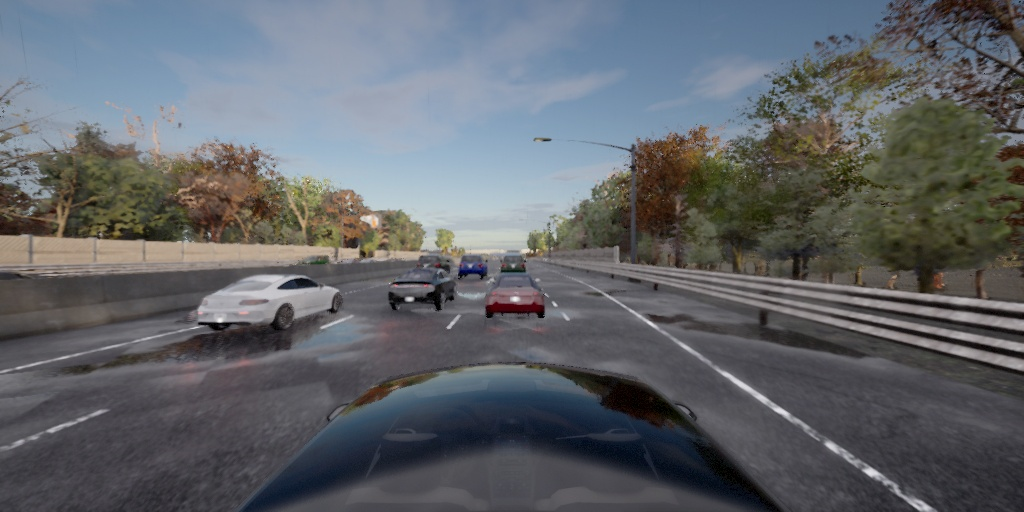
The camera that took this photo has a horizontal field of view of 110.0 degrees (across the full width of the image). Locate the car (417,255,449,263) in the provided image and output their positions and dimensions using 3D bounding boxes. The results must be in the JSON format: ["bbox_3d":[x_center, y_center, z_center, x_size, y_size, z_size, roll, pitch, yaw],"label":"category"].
[{"bbox_3d":[-6.896,0.929,31.785,2.150,2.045,5.566,0,0,0],"label":"car"}]

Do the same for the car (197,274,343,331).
[{"bbox_3d":[-6.899,1.260,10.787,1.812,1.442,4.674,0,0,0],"label":"car"}]

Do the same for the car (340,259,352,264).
[{"bbox_3d":[-24.530,1.220,54.339,1.812,1.442,4.674,0,0,1],"label":"car"}]

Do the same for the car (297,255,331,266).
[{"bbox_3d":[-28.035,0.916,51.019,2.150,2.045,5.566,0,0,1],"label":"car"}]

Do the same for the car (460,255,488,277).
[{"bbox_3d":[-3.395,0.929,31.773,2.150,2.045,5.566,0,0,0],"label":"car"}]

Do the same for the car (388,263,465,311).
[{"bbox_3d":[-3.397,1.220,14.322,2.128,1.511,4.902,0,0,0],"label":"car"}]

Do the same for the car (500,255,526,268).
[{"bbox_3d":[0.104,0.929,31.832,2.150,2.045,5.566,0,0,0],"label":"car"}]

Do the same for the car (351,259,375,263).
[{"bbox_3d":[-21.053,1.221,52.054,1.812,1.442,4.674,0,0,0],"label":"car"}]

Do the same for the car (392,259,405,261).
[{"bbox_3d":[-17.536,1.185,54.686,2.128,1.511,4.902,0,0,1],"label":"car"}]

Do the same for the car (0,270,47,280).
[{"bbox_3d":[-17.600,1.238,11.344,1.837,1.490,4.892,0,0,0],"label":"car"}]

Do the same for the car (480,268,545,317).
[{"bbox_3d":[0.101,1.294,13.055,1.994,1.385,4.181,0,0,0],"label":"car"}]
